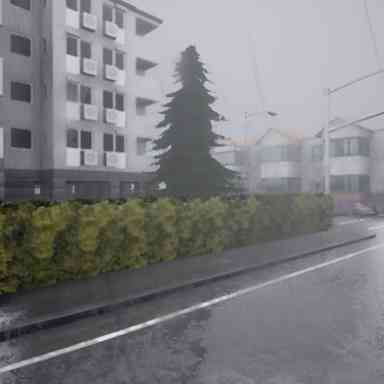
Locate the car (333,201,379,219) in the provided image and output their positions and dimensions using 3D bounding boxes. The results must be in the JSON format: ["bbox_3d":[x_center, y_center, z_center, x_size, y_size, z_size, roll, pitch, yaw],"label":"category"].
[{"bbox_3d":[12.380,1.455,27.605,5.357,1.411,2.033,0,0,40],"label":"car"}]
